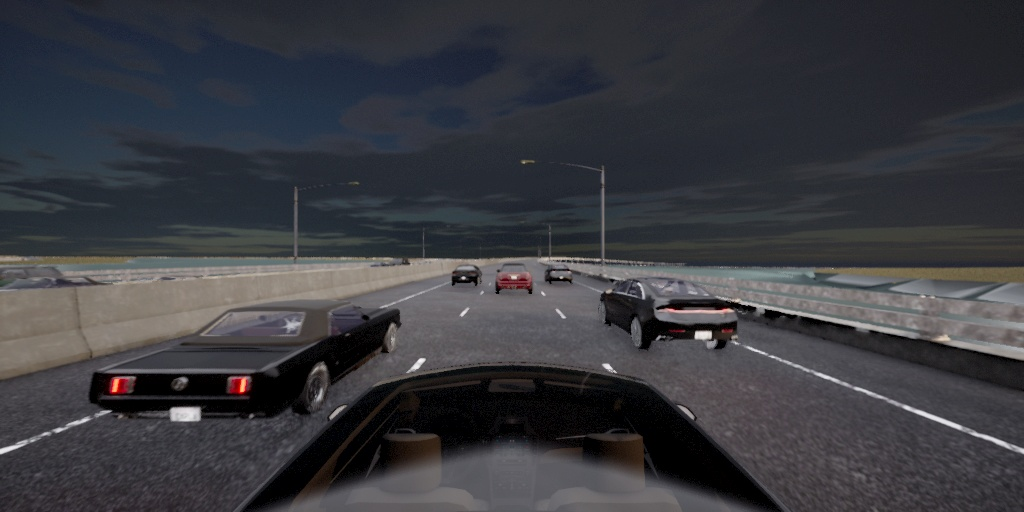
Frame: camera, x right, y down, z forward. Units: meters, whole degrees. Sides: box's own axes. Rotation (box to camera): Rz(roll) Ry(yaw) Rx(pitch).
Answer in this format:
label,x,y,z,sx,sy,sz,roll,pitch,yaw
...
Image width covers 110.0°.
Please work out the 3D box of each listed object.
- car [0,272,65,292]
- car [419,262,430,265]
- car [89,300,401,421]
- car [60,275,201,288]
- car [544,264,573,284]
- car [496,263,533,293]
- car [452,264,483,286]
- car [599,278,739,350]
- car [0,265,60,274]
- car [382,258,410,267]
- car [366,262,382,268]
label,x,y,z,sx,sy,sz,roll,pitch,yaw
car,-17.600,1.430,13.391,1.895,1.301,4.718,0,0,0
car,-13.677,1.666,56.776,1.994,1.385,4.181,0,0,1
car,-3.401,1.379,5.963,1.895,1.301,4.718,0,0,0
car,-14.098,1.436,14.368,1.895,1.301,4.718,0,0,0
car,3.667,1.417,28.813,2.128,1.511,4.902,0,0,0
car,0.126,1.234,21.870,2.097,1.767,4.553,0,0,0
car,-3.345,1.395,27.289,1.882,1.535,5.008,0,0,0
car,3.598,1.290,9.168,2.128,1.511,4.902,0,0,0
car,-21.096,1.189,14.492,2.097,1.767,4.553,0,0,0
car,-17.224,1.311,54.516,2.150,2.045,5.566,0,0,1
car,-20.702,1.644,55.513,2.033,1.411,5.357,0,0,1
